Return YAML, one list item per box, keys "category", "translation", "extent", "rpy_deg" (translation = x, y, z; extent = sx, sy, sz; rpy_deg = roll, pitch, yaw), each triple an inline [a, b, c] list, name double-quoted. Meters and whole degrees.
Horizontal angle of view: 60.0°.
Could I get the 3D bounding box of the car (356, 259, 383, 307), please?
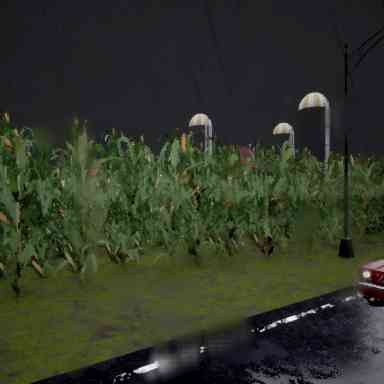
- category: "car"
  translation: [5.379, 1.605, 6.790]
  extent: [4.718, 1.301, 1.895]
  rpy_deg: [0, 0, -36]
